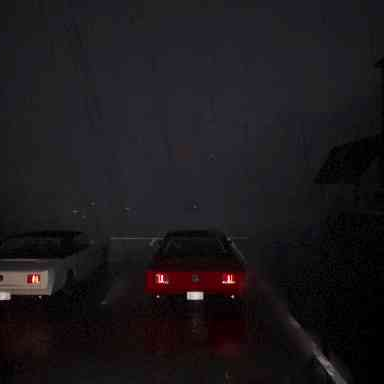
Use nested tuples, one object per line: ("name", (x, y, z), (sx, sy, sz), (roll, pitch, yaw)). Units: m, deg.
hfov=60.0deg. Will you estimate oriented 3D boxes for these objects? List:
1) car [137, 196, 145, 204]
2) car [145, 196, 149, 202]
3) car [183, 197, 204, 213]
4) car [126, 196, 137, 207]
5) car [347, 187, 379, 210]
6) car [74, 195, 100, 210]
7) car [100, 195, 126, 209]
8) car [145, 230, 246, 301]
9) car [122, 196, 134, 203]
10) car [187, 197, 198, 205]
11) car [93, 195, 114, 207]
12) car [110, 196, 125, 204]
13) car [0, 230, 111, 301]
("car", (-10.577, 1.564, 62.601), (1.994, 1.385, 4.181), (0, 0, 1))
("car", (-10.534, 1.536, 72.994), (2.033, 1.411, 5.357), (0, 0, 0))
("car", (0.153, 1.572, 36.734), (1.994, 1.385, 4.181), (0, 0, -5))
("car", (-10.615, 1.352, 52.671), (2.097, 1.767, 4.553), (0, 0, 0))
("car", (15.697, 0.508, 28.507), (5.008, 1.535, 1.882), (-19, 0, -1))
("car", (-14.119, 1.492, 44.168), (2.128, 1.511, 4.902), (0, 0, 0))
("car", (-10.616, 1.526, 44.947), (1.812, 1.442, 4.674), (0, 0, 0))
("car", (0.074, 1.601, 8.280), (1.895, 1.301, 4.718), (0, 0, 0))
("car", (-14.034, 1.519, 73.025), (1.812, 1.442, 4.674), (0, 0, 0))
("car", (0.072, 1.564, 60.683), (1.994, 1.385, 4.181), (0, 0, 0))
("car", (-14.111, 1.352, 53.221), (2.097, 1.767, 4.553), (0, 0, 1))
("car", (-14.080, 1.564, 63.103), (1.994, 1.385, 4.181), (0, 0, 0))
("car", (-3.427, 1.601, 8.261), (1.895, 1.301, 4.718), (0, 0, 0))
